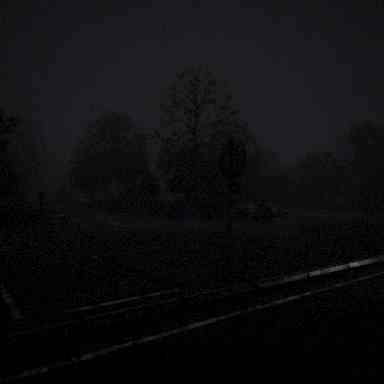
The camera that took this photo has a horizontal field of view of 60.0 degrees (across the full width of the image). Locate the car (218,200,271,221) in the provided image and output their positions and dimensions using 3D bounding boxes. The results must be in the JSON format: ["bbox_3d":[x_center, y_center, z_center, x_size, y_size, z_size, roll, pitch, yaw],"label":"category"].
[{"bbox_3d":[4.341,1.702,29.653,2.002,1.452,4.674,1,-1,-36],"label":"car"}]

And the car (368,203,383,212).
[{"bbox_3d":[26.716,2.132,45.645,2.002,1.452,4.674,1,-1,-35],"label":"car"}]

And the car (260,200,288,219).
[{"bbox_3d":[6.882,1.584,31.553,2.185,1.767,4.553,1,-1,-36],"label":"car"}]
